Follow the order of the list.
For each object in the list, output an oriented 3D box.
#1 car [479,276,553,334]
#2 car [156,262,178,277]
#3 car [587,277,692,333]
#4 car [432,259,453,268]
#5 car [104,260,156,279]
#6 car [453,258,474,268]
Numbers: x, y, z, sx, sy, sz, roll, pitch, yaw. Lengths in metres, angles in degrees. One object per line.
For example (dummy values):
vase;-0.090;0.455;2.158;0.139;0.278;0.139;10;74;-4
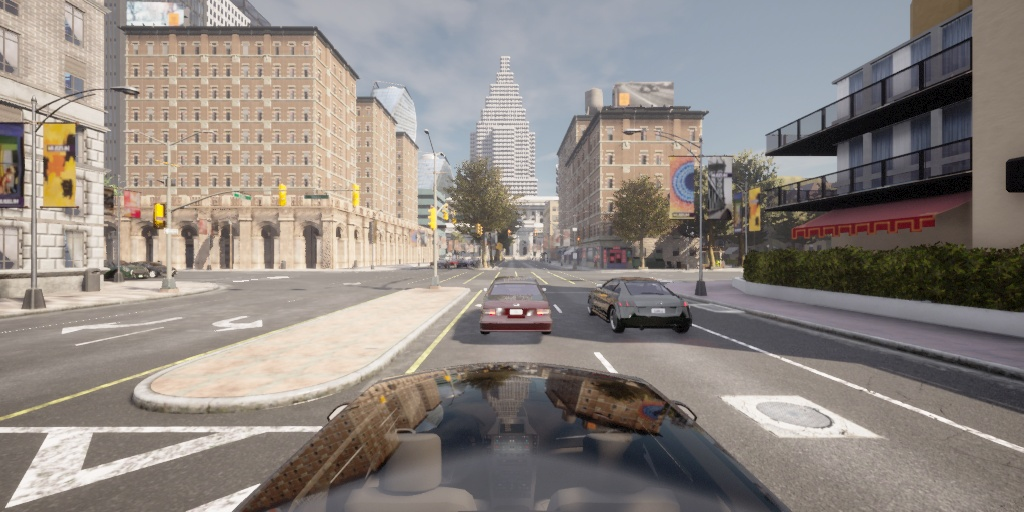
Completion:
car;0.091;1.297;10.541;2.033;1.411;5.357;0;0;0
car;-34.195;1.255;33.522;4.892;1.490;1.837;0;0;0
car;3.588;1.314;10.801;1.994;1.385;4.181;0;0;0
car;-11.634;1.276;60.276;1.812;1.442;4.674;0;0;0
car;-33.352;1.102;30.026;4.553;1.767;2.097;0;0;0
car;-8.133;1.351;60.398;1.895;1.301;4.718;0;0;0
